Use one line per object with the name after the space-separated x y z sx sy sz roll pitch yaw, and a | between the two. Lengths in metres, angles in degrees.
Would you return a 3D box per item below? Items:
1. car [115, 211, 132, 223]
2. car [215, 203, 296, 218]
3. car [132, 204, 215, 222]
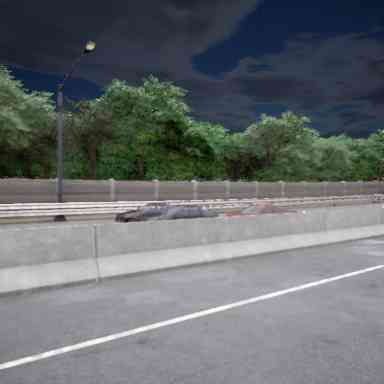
-2.628 1.530 23.533 5.357 1.411 2.033 0 0 -35 | car
4.035 1.453 19.635 5.008 1.535 1.882 0 0 -35 | car
-0.689 1.532 20.618 5.357 1.411 2.033 0 0 -35 | car
